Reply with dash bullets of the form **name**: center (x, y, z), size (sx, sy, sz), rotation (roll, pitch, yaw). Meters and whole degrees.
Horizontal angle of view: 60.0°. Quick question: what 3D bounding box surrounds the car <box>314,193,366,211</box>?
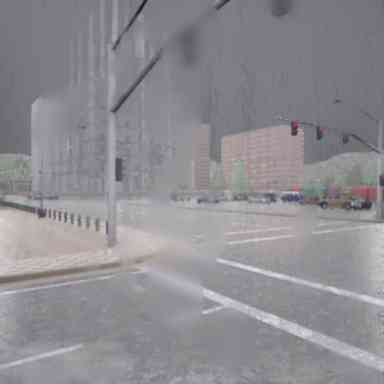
- **car**: center (16.660, 1.088, 37.656), size (1.932, 1.855, 4.605), rotation (0, 0, -35)

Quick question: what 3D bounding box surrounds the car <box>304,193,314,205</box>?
- **car**: center (24.929, 1.046, 64.934), size (1.932, 1.855, 4.605), rotation (0, 0, -35)

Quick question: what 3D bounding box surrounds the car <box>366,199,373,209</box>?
- **car**: center (19.055, 1.086, 39.282), size (1.905, 1.878, 3.866), rotation (0, 0, -35)

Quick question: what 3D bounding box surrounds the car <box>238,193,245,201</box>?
- **car**: center (9.541, 1.272, 72.440), size (1.784, 1.438, 3.905), rotation (0, 0, -35)

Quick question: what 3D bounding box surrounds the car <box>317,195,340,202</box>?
- **car**: center (27.331, 1.251, 66.554), size (1.784, 1.438, 3.905), rotation (0, 0, -35)

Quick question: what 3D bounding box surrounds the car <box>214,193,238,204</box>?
- **car**: center (7.176, 1.309, 70.769), size (1.970, 1.475, 3.806), rotation (0, 0, -35)

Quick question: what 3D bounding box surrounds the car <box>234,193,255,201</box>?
- **car**: center (11.702, 1.056, 74.029), size (1.932, 1.855, 4.605), rotation (0, 0, -35)

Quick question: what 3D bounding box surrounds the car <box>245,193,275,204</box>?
- **car**: center (11.183, 1.319, 55.108), size (1.970, 1.475, 3.806), rotation (0, 0, -35)
